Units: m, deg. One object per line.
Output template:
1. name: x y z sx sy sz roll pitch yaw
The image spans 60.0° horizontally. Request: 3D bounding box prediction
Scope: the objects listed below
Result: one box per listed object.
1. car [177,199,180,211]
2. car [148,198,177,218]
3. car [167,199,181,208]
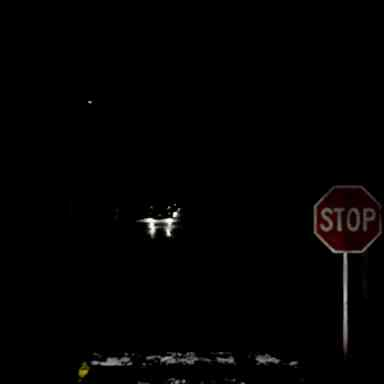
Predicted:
1. car: -2.848 1.531 41.828 2.097 1.767 4.553 0 0 0
2. car: -2.850 1.477 31.500 2.097 1.767 4.553 0 0 0
3. car: -2.848 1.787 53.114 2.033 1.411 5.357 0 0 0
